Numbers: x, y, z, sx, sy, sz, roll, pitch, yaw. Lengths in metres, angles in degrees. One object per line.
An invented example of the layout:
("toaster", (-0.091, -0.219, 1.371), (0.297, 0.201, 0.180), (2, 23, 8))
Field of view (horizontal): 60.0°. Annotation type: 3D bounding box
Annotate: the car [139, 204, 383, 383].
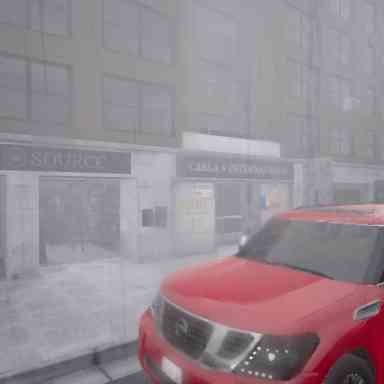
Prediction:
("car", (2.072, 1.221, 4.542), (5.566, 2.045, 2.150), (0, 0, -35))
